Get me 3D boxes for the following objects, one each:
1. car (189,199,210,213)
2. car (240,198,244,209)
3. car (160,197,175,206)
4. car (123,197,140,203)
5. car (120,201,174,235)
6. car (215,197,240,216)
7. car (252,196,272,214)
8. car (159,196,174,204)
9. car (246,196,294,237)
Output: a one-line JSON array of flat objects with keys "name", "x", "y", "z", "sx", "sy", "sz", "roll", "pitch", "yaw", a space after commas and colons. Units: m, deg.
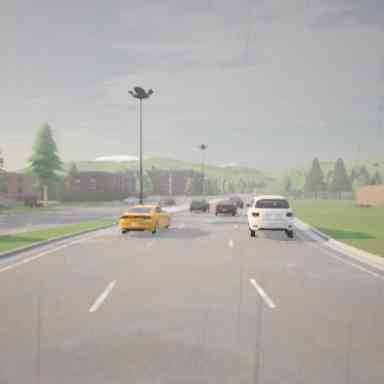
[{"name": "car", "x": 0.954, "y": 1.564, "z": 38.663, "sx": 2.128, "sy": 1.511, "sz": 4.902, "roll": 0, "pitch": 0, "yaw": 11}, {"name": "car", "x": 6.223, "y": 1.440, "z": 47.262, "sx": 2.097, "sy": 1.767, "sz": 4.553, "roll": 0, "pitch": 0, "yaw": 12}, {"name": "car", "x": -4.127, "y": 1.598, "z": 55.012, "sx": 2.128, "sy": 1.511, "sz": 4.902, "roll": 0, "pitch": 0, "yaw": 12}, {"name": "car", "x": -10.591, "y": 1.638, "z": 58.342, "sx": 1.812, "sy": 1.442, "sz": 4.674, "roll": 0, "pitch": 0, "yaw": 12}, {"name": "car", "x": -2.598, "y": 1.515, "z": 19.383, "sx": 1.882, "sy": 1.535, "sz": 5.008, "roll": 0, "pitch": 0, "yaw": 8}, {"name": "car", "x": 3.527, "y": 1.540, "z": 33.626, "sx": 1.882, "sy": 1.535, "sz": 5.008, "roll": 0, "pitch": 0, "yaw": 11}, {"name": "car", "x": 7.922, "y": 1.421, "z": 37.817, "sx": 2.097, "sy": 1.767, "sz": 4.553, "roll": 0, "pitch": 0, "yaw": 11}, {"name": "car", "x": -5.129, "y": 1.655, "z": 67.488, "sx": 1.812, "sy": 1.442, "sz": 4.674, "roll": 0, "pitch": 0, "yaw": 12}, {"name": "car", "x": 4.256, "y": 1.255, "z": 18.471, "sx": 2.150, "sy": 2.045, "sz": 5.566, "roll": 0, "pitch": 0, "yaw": 9}]
